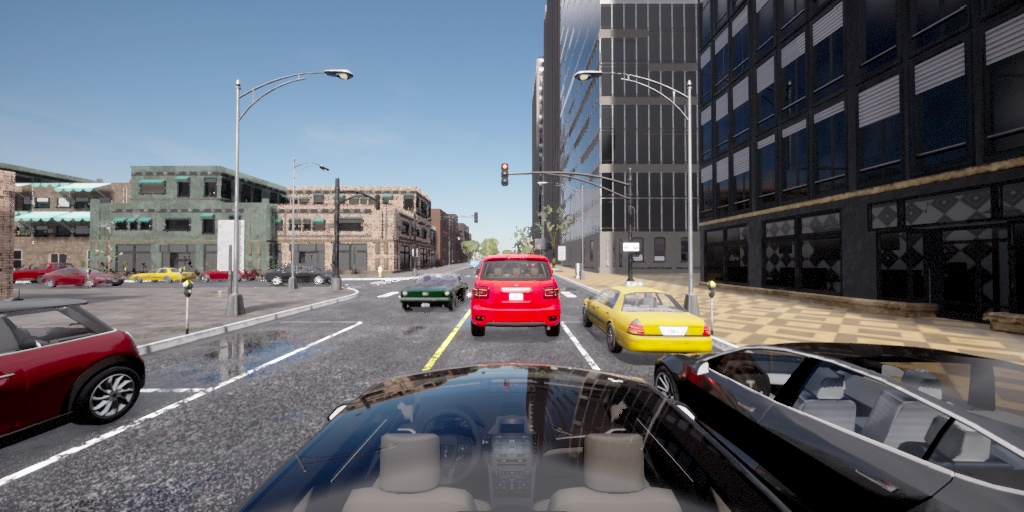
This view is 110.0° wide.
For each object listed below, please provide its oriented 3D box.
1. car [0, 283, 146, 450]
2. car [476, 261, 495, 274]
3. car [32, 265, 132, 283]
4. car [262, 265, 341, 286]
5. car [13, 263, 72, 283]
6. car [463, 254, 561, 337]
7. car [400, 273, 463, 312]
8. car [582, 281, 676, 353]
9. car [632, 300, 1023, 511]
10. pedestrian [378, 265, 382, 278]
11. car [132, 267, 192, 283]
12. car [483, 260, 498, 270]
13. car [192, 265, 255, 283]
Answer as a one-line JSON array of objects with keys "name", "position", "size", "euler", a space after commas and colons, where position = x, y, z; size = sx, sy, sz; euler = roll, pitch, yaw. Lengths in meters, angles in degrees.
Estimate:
[{"name": "car", "position": [-5.692, 1.190, 2.814], "size": [1.967, 1.591, 4.097], "euler": [0, 0, 0]}, {"name": "car", "position": [-3.182, 1.312, 43.973], "size": [2.033, 1.411, 5.357], "euler": [0, 0, 0]}, {"name": "car", "position": [-30.830, 1.538, 25.792], "size": [4.674, 1.442, 1.812], "euler": [0, -1, 1]}, {"name": "car", "position": [-14.852, 1.365, 25.665], "size": [4.892, 1.490, 1.837], "euler": [0, -1, 0]}, {"name": "car", "position": [-41.661, 1.522, 31.688], "size": [5.009, 1.841, 2.192], "euler": [0, 0, 1]}, {"name": "car", "position": [0.083, 0.975, 10.465], "size": [2.150, 2.045, 5.566], "euler": [0, 0, 0]}, {"name": "car", "position": [-2.924, 1.354, 14.366], "size": [1.895, 1.301, 4.718], "euler": [0, 0, 0]}, {"name": "car", "position": [2.815, 1.277, 8.589], "size": [1.751, 1.417, 4.829], "euler": [0, 0, 0]}, {"name": "car", "position": [2.656, 1.316, 2.776], "size": [1.948, 1.339, 4.313], "euler": [0, 0, 0]}, {"name": "pedestrian", "position": [-12.608, 1.398, 34.328], "size": [0.375, 1.300, 0.375], "euler": [0, 0, 1]}, {"name": "car", "position": [-30.735, 1.627, 31.570], "size": [4.829, 1.417, 1.751], "euler": [0, 0, 1]}, {"name": "car", "position": [-3.195, 1.316, 54.160], "size": [2.033, 1.411, 5.357], "euler": [0, 0, 0]}, {"name": "car", "position": [-25.017, 1.488, 31.509], "size": [4.097, 1.591, 1.967], "euler": [0, 0, 1]}]
